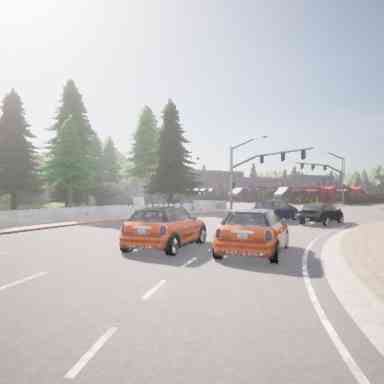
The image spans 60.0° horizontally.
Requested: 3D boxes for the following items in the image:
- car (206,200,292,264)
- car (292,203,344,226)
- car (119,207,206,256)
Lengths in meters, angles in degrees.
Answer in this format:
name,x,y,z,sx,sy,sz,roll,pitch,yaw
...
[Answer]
name,x,y,z,sx,sy,sz,roll,pitch,yaw
car,2.296,1.365,12.174,2.097,1.767,4.553,0,0,21
car,9.076,1.515,23.281,1.837,1.490,4.892,0,0,42
car,-0.975,1.365,13.418,2.097,1.767,4.553,0,0,21
